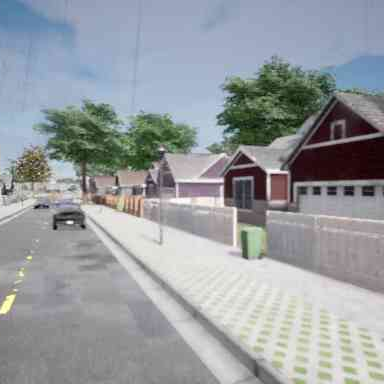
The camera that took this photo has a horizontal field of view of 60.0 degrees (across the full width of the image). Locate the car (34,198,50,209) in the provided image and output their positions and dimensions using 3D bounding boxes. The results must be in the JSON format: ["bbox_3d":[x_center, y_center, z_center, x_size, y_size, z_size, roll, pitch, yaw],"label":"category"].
[{"bbox_3d":[-19.951,1.511,44.428,2.033,1.411,5.357,0,0,-21],"label":"car"}]

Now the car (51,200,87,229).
[{"bbox_3d":[-7.931,1.494,21.495,1.837,1.490,4.892,0,0,-21],"label":"car"}]

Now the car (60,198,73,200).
[{"bbox_3d":[-13.931,1.453,36.825,1.882,1.535,5.008,0,0,-21],"label":"car"}]
